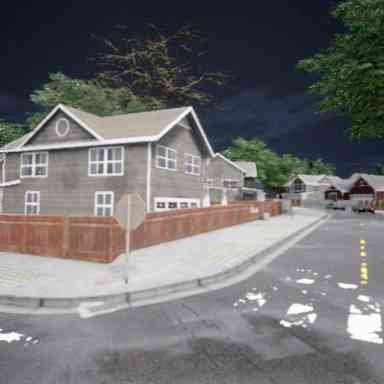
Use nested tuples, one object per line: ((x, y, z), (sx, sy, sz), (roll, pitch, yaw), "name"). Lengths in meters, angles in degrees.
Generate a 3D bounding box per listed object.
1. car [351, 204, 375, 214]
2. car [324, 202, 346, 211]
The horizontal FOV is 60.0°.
((21.494, 2.110, 42.009), (1.895, 1.301, 4.718), (1, -1, 14), "car")
((22.754, 2.234, 53.080), (1.994, 1.385, 4.181), (1, -1, 0), "car")
